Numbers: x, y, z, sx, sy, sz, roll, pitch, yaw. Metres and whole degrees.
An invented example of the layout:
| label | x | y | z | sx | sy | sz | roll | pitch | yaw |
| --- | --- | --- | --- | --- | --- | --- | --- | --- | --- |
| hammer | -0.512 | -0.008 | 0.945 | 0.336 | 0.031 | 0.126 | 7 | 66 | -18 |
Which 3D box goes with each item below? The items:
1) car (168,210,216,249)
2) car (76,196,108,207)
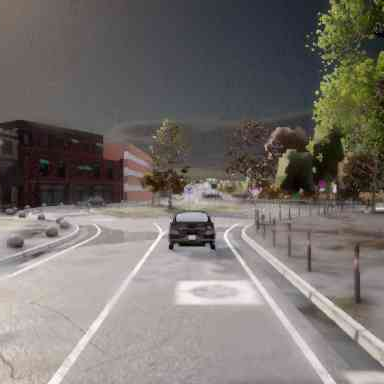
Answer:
| label | x | y | z | sx | sy | sz | roll | pitch | yaw |
| --- | --- | --- | --- | --- | --- | --- | --- | --- | --- |
| car | 0.000 | 1.517 | 14.653 | 1.882 | 1.535 | 5.008 | 0 | 0 | 0 |
| car | -13.864 | 1.328 | 46.262 | 2.128 | 1.511 | 4.902 | 0 | 0 | 28 |
